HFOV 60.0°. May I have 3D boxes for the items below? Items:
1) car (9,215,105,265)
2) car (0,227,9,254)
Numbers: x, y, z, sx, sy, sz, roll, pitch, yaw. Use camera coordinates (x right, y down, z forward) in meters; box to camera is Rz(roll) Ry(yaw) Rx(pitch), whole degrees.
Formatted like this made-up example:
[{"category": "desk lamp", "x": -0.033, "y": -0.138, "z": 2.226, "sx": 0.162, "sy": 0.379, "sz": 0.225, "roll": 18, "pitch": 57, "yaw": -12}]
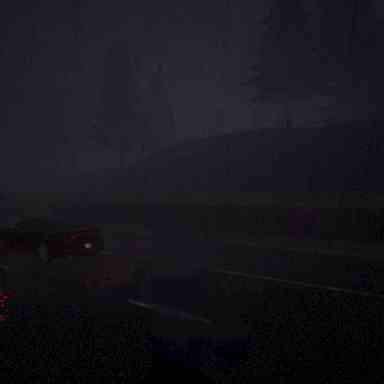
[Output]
[{"category": "car", "x": -5.343, "y": 1.575, "z": 12.254, "sx": 5.008, "sy": 1.535, "sz": 1.882, "roll": 0, "pitch": 0, "yaw": 37}, {"category": "car", "x": -7.425, "y": 1.558, "z": 9.440, "sx": 5.008, "sy": 1.535, "sz": 1.882, "roll": 0, "pitch": 0, "yaw": 37}]
